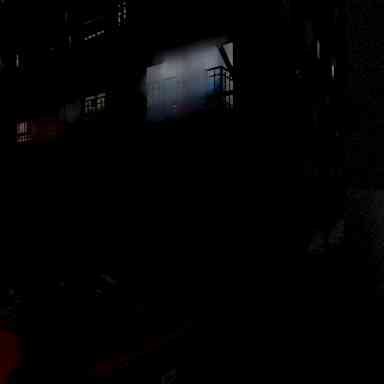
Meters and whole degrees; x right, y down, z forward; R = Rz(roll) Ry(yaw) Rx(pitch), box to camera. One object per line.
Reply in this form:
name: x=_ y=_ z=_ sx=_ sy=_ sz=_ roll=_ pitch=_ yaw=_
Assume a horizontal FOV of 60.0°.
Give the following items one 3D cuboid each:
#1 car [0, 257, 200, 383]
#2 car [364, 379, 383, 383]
car: x=-2.023 y=1.545 z=4.316 sx=4.507 sy=1.381 sz=1.887 roll=0 pitch=0 yaw=35
car: x=2.569 y=1.566 z=1.047 sx=4.313 sy=1.339 sz=1.947 roll=0 pitch=0 yaw=35
